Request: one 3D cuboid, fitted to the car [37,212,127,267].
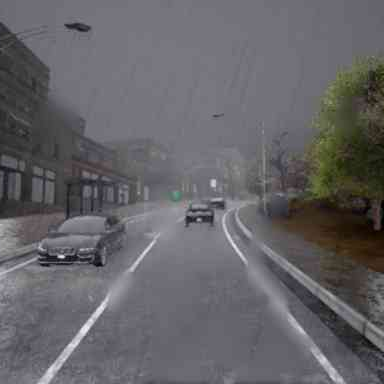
[{"bbox_3d":[-3.522,1.508,11.498,1.837,1.490,4.892,0,0,1],"label":"car"}]

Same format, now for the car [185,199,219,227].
[{"bbox_3d":[0.618,1.483,22.817,2.128,1.511,4.902,-1,0,4],"label":"car"}]

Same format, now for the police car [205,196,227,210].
[{"bbox_3d":[3.284,1.378,41.527,1.930,1.638,5.238,-1,0,11],"label":"police car"}]
